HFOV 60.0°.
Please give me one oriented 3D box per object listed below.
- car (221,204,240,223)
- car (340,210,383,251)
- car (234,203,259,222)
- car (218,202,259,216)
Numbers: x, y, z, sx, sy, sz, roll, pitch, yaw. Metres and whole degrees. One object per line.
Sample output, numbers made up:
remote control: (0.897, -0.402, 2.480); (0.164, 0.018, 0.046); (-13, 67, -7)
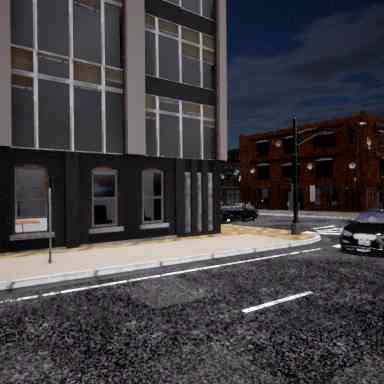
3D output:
car: (1.636, 1.935, 28.516); (1.947, 1.339, 4.313); (-2, 0, -37)
car: (7.552, 1.492, 13.345); (2.128, 1.511, 4.902); (1, 0, 41)
car: (3.760, 1.944, 30.236); (1.895, 1.301, 4.718); (-1, 0, -37)
car: (5.263, 1.920, 38.109); (2.008, 1.369, 4.403); (-2, 0, -37)
